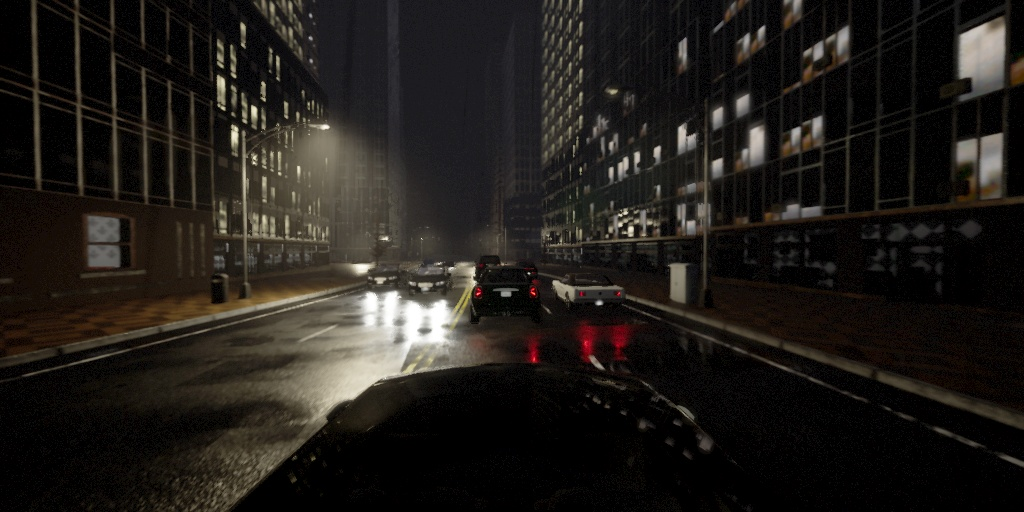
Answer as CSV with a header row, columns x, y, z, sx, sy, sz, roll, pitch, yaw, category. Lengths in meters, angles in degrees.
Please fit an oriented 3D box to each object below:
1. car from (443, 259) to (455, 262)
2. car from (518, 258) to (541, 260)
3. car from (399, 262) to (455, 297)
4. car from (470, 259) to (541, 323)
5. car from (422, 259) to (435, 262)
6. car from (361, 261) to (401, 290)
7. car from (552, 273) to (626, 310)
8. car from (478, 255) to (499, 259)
x,y,z,sx,sy,sz,roll,pitch,yaw,category
-10.584,1.273,60.207,1.994,1.385,4.181,0,0,-10,car
1.094,1.216,32.445,1.837,1.490,4.892,0,0,-8,car
-4.138,1.241,18.745,2.128,1.511,4.902,0,0,-5,car
-0.265,1.097,12.311,2.097,1.767,4.553,0,0,-3,car
-13.503,1.206,58.176,1.882,1.535,5.008,0,0,-10,car
-7.771,1.249,22.879,2.128,1.511,4.902,0,0,-6,car
2.888,1.334,14.604,1.895,1.301,4.718,0,0,-3,car
-2.176,0.946,32.492,2.150,2.045,5.566,0,0,-8,car
